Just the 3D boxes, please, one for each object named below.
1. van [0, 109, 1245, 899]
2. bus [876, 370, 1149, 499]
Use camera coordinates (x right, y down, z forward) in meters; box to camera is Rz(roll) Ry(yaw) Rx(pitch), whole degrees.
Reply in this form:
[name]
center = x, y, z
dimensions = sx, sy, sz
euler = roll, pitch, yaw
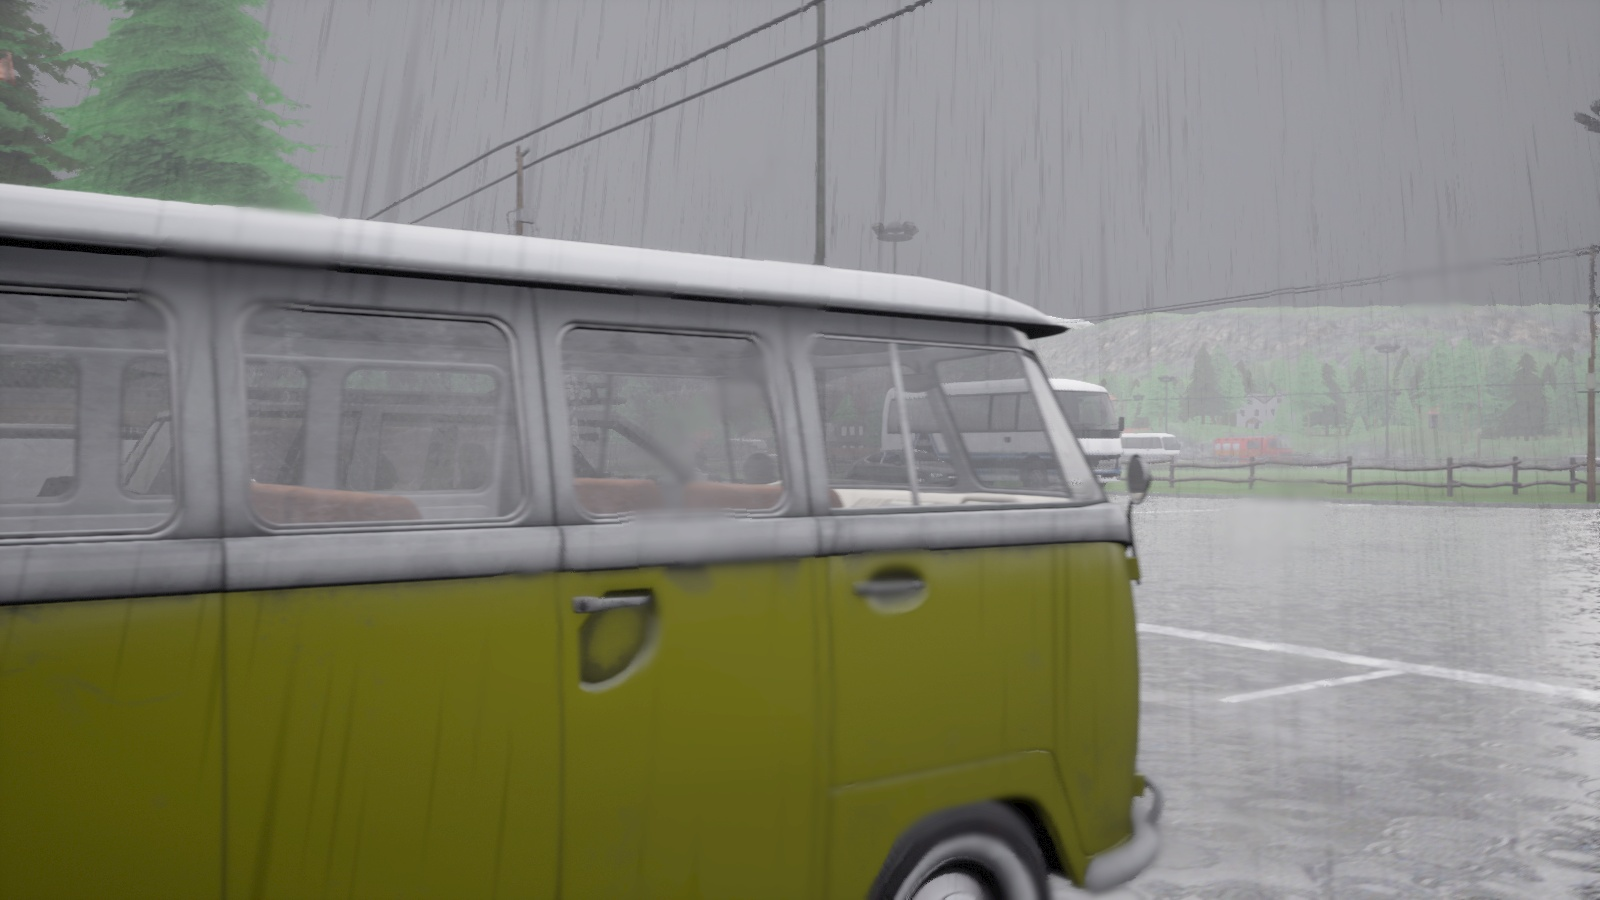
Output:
[van]
center = -1.121, 0.509, 2.880
dimensions = 4.442, 1.987, 1.775
euler = 0, 0, -35
[bus]
center = 7.595, -0.502, 46.845
dimensions = 3.944, 4.253, 10.273
euler = 0, 0, -35
